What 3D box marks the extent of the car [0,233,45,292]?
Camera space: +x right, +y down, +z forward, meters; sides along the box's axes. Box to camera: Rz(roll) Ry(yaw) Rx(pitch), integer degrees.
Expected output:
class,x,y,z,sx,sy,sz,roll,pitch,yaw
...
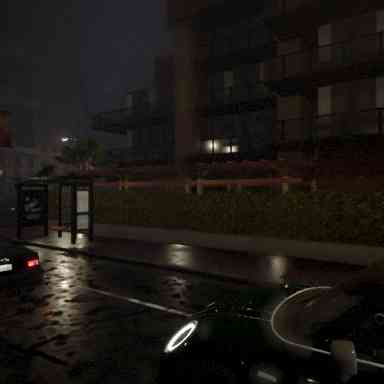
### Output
class,x,y,z,sx,sy,sz,roll,pitch,yaw
car,-5.735,1.547,8.039,5.357,1.411,2.033,0,0,36

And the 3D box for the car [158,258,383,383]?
class,x,y,z,sx,sy,sz,roll,pitch,yaw
car,1.882,1.352,2.662,4.553,1.767,2.097,0,0,35

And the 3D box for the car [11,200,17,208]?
class,x,y,z,sx,sy,sz,roll,pitch,yaw
car,-22.065,1.505,46.547,1.837,1.490,4.892,0,0,36

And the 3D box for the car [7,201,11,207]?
class,x,y,z,sx,sy,sz,roll,pitch,yaw
car,-24.563,1.477,49.090,1.882,1.535,5.008,0,0,35
